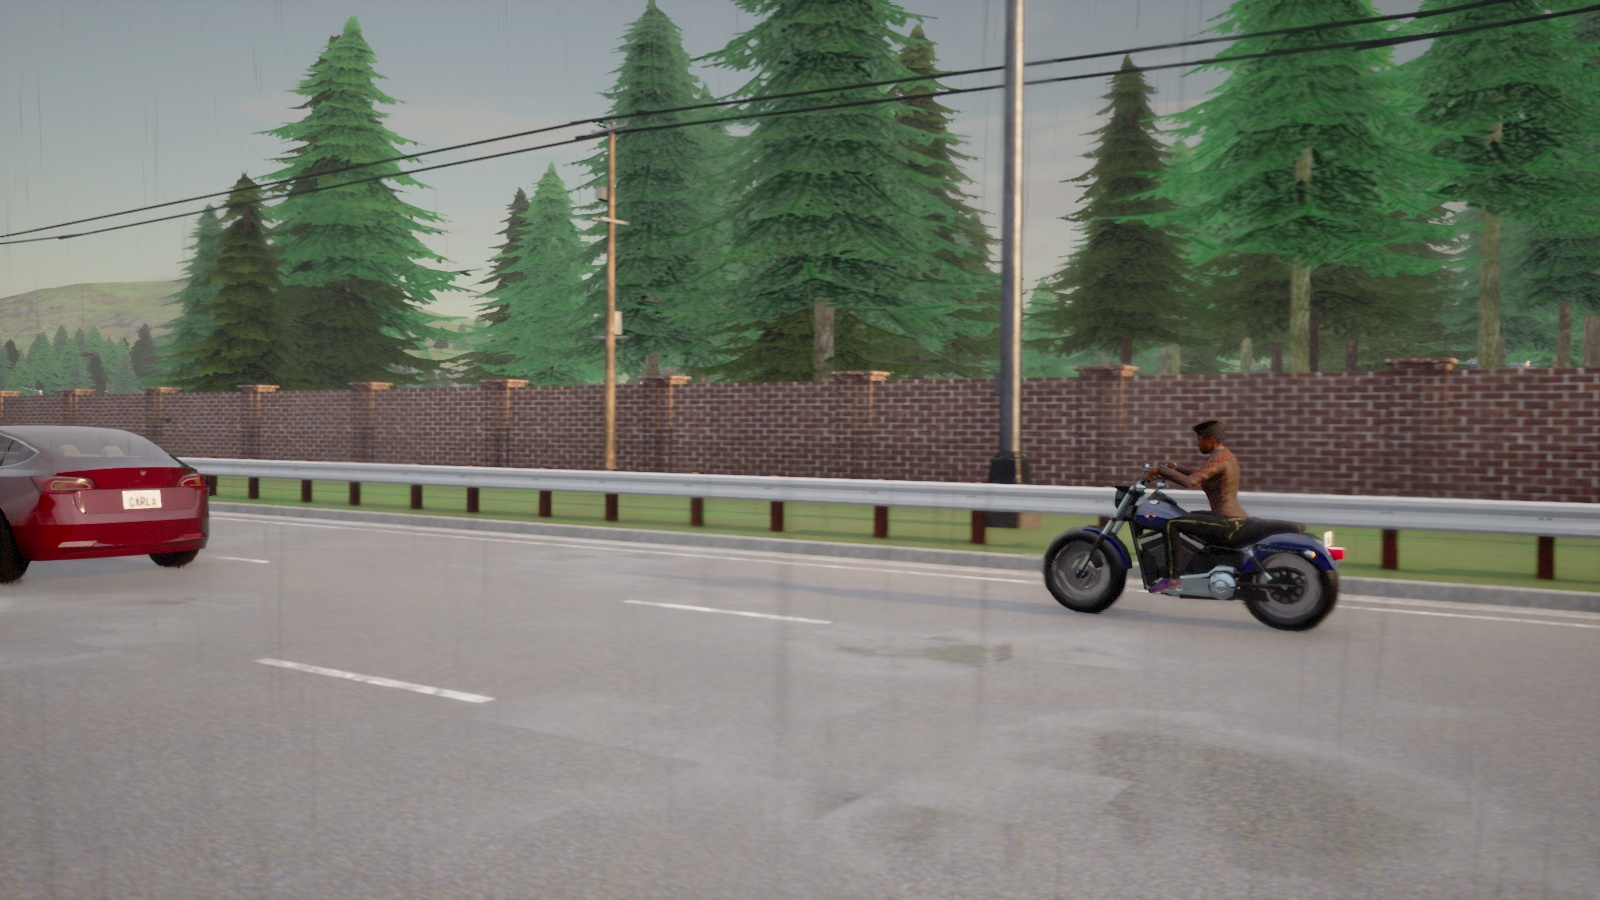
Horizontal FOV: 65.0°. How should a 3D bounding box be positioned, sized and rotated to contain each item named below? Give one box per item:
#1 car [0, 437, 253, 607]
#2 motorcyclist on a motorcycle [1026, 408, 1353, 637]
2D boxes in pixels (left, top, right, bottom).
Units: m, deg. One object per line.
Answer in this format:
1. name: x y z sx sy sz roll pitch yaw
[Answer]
1. car: -8.197 0.624 13.270 4.792 1.488 2.163 0 1 34
2. motorcyclist on a motorcycle: 3.059 0.518 9.993 2.350 1.649 0.766 0 1 34
